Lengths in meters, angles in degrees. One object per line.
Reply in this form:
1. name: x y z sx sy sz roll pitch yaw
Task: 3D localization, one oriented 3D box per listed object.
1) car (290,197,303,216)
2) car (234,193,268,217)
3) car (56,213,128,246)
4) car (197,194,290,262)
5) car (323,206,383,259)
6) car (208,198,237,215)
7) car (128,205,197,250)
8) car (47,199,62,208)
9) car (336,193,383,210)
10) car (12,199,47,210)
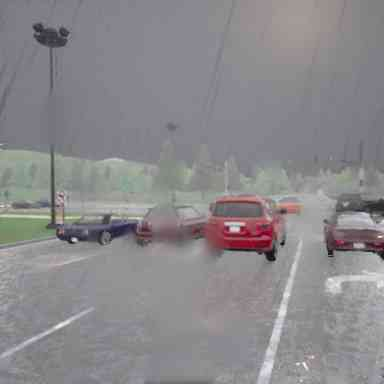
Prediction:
1. car: 9.260 1.276 31.249 2.097 1.767 4.553 -1 0 21
2. car: 5.732 1.185 31.804 2.150 2.045 5.566 -1 0 21
3. car: -4.018 1.661 15.703 1.895 1.301 4.718 -1 0 21
4. car: 2.234 1.208 12.476 2.150 2.045 5.566 -1 0 21
5. car: 5.945 1.473 12.374 1.812 1.442 4.674 -1 0 21
6. car: 3.345 1.470 35.408 1.882 1.535 5.008 -1 0 21
7. car: -0.611 1.373 14.834 2.097 1.767 4.553 -1 0 21
8. car: -21.908 1.762 50.781 5.008 1.535 1.882 -1 0 21
9. car: 13.966 1.091 27.080 5.566 2.045 2.150 -1 -1 -36
10. car: -23.603 1.826 47.687 4.674 1.442 1.812 -1 0 21
